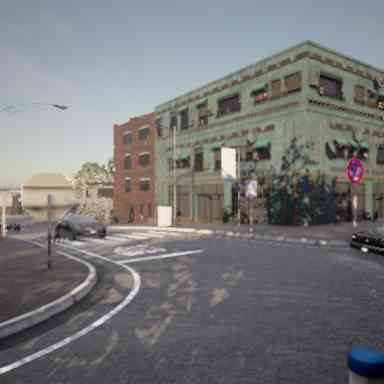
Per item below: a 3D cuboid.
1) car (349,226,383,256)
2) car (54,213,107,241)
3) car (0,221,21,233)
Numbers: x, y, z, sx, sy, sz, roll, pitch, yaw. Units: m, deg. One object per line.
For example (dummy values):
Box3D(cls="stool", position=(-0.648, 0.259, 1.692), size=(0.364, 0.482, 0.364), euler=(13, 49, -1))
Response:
Box3D(cls="car", position=(8.248, 1.459, 11.323), size=(5.357, 1.411, 2.033), euler=(-1, 0, -10))
Box3D(cls="car", position=(-6.431, 1.901, 18.833), size=(1.812, 1.442, 4.674), euler=(0, -3, -37))
Box3D(cls="car", position=(-21.104, 4.010, 38.491), size=(1.895, 1.301, 4.718), euler=(0, -5, -36))
